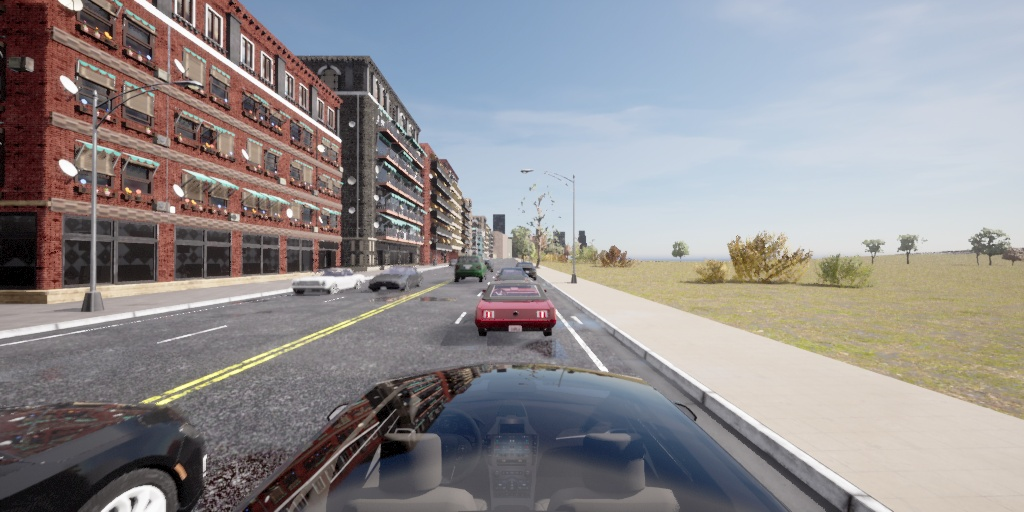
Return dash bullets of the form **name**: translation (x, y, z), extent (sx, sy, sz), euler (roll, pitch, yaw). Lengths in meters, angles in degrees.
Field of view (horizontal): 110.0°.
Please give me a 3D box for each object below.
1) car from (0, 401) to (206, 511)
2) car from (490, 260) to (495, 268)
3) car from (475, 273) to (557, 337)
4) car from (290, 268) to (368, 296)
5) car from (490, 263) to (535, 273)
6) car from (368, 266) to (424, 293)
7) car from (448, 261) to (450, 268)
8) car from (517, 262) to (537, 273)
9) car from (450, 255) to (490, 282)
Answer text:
- **car**: translation (-3.149, 1.253, 0.602), extent (1.837, 1.490, 4.892), euler (0, 0, 0)
- **car**: translation (-3.275, 1.257, 45.120), extent (1.837, 1.490, 4.892), euler (0, 0, 0)
- **car**: translation (0.076, 1.352, 10.322), extent (1.895, 1.301, 4.718), euler (0, 0, 0)
- **car**: translation (-9.902, 1.353, 19.642), extent (1.895, 1.301, 4.718), euler (0, 0, 0)
- **car**: translation (0.037, 1.317, 20.353), extent (1.994, 1.385, 4.181), euler (0, 0, 0)
- **car**: translation (-6.658, 1.300, 21.225), extent (2.033, 1.411, 5.357), euler (0, 0, 0)
- **car**: translation (-9.991, 1.243, 63.146), extent (2.128, 1.511, 4.902), euler (0, 0, 0)
- **car**: translation (1.054, 1.259, 30.347), extent (1.837, 1.490, 4.892), euler (0, 0, 0)
- **car**: translation (-3.229, 0.974, 28.764), extent (2.150, 2.045, 5.566), euler (0, 0, 0)
